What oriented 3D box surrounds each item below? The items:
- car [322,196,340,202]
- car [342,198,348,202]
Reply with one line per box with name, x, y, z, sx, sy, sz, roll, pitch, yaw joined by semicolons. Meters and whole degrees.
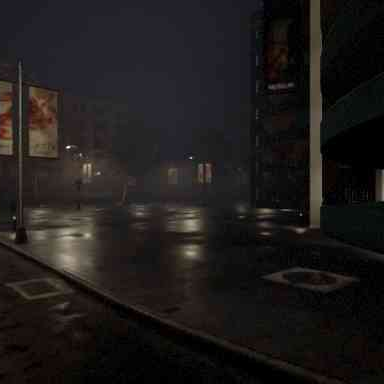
car;15.593;1.320;39.958;4.674;1.452;2.002;0;0;-41
car;22.136;1.413;51.046;4.786;1.482;2.161;0;0;-41
